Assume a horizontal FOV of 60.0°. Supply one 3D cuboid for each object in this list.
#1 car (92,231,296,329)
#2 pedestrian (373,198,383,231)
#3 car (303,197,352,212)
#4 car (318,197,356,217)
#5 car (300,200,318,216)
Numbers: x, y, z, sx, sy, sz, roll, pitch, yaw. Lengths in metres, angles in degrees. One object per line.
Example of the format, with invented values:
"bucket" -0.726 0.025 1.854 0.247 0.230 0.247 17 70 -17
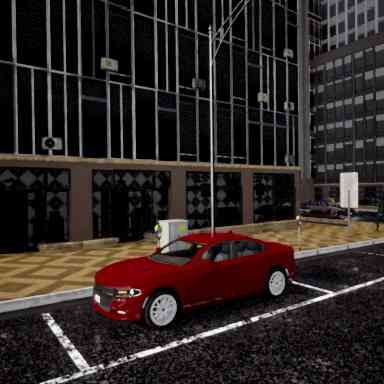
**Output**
"car" 0.243 1.545 6.898 4.507 1.381 1.887 0 -1 -35
"pedestrian" 9.873 1.142 17.360 0.375 1.860 0.375 -1 0 -35
"car" 14.893 1.284 36.724 1.752 1.417 4.829 -1 1 -35
"car" 12.089 1.429 30.644 2.033 1.411 5.357 -1 1 -35
"car" 8.899 1.458 30.773 2.008 1.369 4.403 -1 1 -35
